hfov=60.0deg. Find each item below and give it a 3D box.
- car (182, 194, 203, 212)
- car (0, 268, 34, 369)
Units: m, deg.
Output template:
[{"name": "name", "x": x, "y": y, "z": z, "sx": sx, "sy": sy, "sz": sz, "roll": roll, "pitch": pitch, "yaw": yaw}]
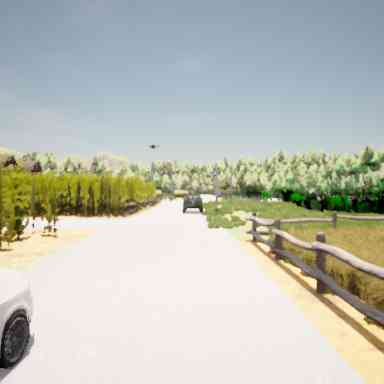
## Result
[{"name": "car", "x": 0.095, "y": 1.207, "z": 37.998, "sx": 2.150, "sy": 2.045, "sz": 5.566, "roll": 0, "pitch": 0, "yaw": 0}, {"name": "car", "x": -3.168, "y": 1.525, "z": 3.019, "sx": 1.812, "sy": 1.442, "sz": 4.674, "roll": 0, "pitch": 0, "yaw": 0}]
